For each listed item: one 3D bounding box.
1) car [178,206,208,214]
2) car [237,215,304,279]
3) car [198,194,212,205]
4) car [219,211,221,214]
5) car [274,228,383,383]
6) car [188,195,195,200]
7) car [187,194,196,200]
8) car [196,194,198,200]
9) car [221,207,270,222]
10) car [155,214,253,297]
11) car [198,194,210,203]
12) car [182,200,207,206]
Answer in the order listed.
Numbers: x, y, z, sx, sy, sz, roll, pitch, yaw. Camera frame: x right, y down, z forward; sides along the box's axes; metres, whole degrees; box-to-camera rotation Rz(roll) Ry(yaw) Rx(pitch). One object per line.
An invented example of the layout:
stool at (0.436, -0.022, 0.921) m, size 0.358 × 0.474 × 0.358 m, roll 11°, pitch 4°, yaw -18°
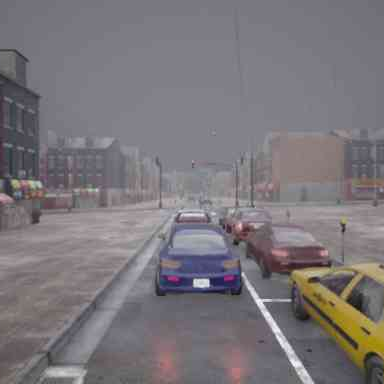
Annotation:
car at (0.049, 1.579, 16.165) m, size 1.895 × 1.301 × 4.718 m, roll 0°, pitch 0°, yaw 0°
car at (2.614, 1.566, 9.737) m, size 1.802 × 1.307 × 4.206 m, roll 0°, pitch 0°, yaw 0°
car at (2.499, 1.464, 58.013) m, size 1.967 × 1.590 × 4.097 m, roll -1°, pitch 0°, yaw 0°
car at (2.588, 1.557, 20.670) m, size 1.802 × 1.307 × 4.206 m, roll 0°, pitch 0°, yaw 0°
car at (2.626, 1.517, 4.439) m, size 1.752 × 1.417 × 4.829 m, roll 0°, pitch 0°, yaw 0°
car at (-0.212, 1.506, 93.483) m, size 1.812 × 1.442 × 4.674 m, roll 0°, pitch 0°, yaw 0°
car at (-0.189, 1.598, 83.063) m, size 1.837 × 1.490 × 4.892 m, roll 0°, pitch 0°, yaw 0°
car at (2.485, 1.354, 63.415) m, size 2.192 × 1.841 × 5.009 m, roll -1°, pitch 0°, yaw 0°
car at (2.600, 1.419, 15.203) m, size 1.967 × 1.590 × 4.097 m, roll 0°, pitch 0°, yaw 0°
car at (0.095, 1.512, 8.441) m, size 1.812 × 1.442 × 4.674 m, roll 0°, pitch 0°, yaw -2°
car at (2.472, 1.371, 68.818) m, size 2.192 × 1.841 × 5.009 m, roll -1°, pitch 0°, yaw 0°
car at (-0.033, 1.576, 26.257) m, size 1.895 × 1.301 × 4.718 m, roll 0°, pitch 0°, yaw 0°
